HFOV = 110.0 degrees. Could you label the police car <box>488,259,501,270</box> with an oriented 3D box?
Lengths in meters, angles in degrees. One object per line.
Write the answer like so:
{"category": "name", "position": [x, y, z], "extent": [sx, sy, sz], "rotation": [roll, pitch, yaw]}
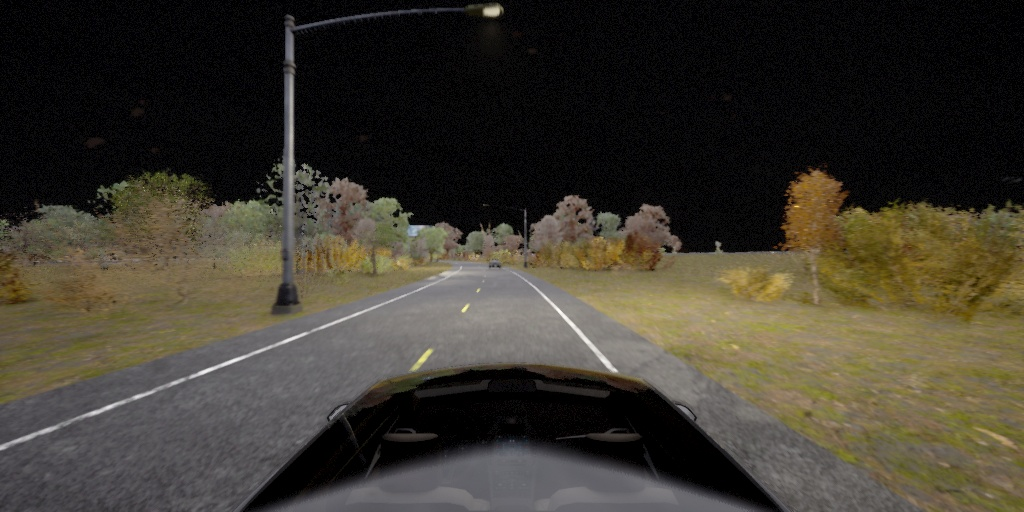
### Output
{"category": "police car", "position": [-2.748, 1.259, 56.513], "extent": [1.930, 1.638, 5.238], "rotation": [0, 0, -6]}
